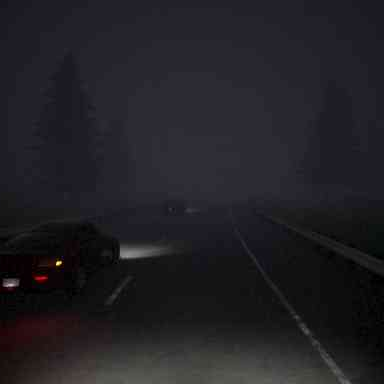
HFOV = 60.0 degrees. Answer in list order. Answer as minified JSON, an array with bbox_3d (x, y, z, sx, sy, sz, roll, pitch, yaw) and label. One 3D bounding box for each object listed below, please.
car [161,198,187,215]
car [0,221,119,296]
[{"bbox_3d":[-1.560,1.250,30.659,2.128,1.511,4.902,0,0,6],"label":"car"},{"bbox_3d":[-3.198,1.457,8.339,1.812,1.442,4.674,0,0,2],"label":"car"}]
